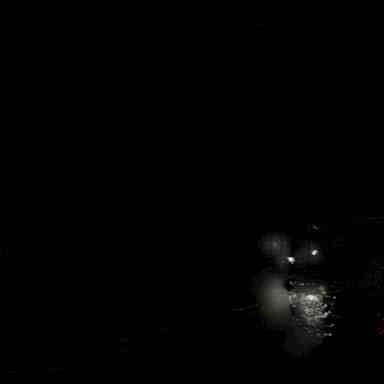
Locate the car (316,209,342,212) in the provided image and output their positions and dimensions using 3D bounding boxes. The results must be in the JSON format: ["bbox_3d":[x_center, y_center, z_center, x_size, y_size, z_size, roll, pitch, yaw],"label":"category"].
[{"bbox_3d":[6.291,1.483,15.100,4.181,1.385,1.994,0,0,-29],"label":"car"}]

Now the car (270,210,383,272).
[{"bbox_3d":[5.042,1.485,10.682,5.357,1.411,2.033,0,0,-31],"label":"car"}]
